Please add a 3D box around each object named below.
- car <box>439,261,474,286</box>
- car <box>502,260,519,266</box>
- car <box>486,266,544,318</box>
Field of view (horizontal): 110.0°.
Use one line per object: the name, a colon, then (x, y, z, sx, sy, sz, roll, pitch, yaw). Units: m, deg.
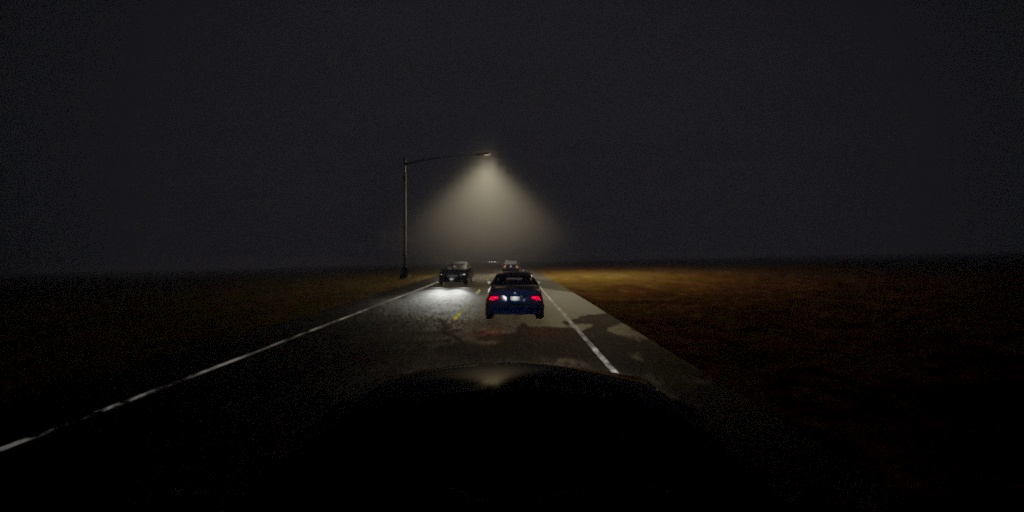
car: (-3.694, 1.127, 24.308, 2.128, 1.511, 4.902, 0, 0, 0)
car: (-0.149, 1.114, 38.964, 2.033, 1.411, 5.357, 0, 0, -1)
car: (0.077, 1.240, 12.703, 2.033, 1.411, 5.357, 0, 0, 0)
